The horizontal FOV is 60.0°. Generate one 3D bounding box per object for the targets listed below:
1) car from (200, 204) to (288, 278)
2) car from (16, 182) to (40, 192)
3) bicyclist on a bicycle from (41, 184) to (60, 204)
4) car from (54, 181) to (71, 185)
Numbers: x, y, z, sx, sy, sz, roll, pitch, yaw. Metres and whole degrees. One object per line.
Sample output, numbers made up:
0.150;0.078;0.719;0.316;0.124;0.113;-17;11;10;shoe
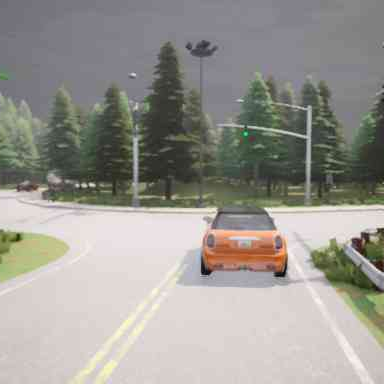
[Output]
1.376;1.146;9.832;2.097;1.767;4.553;1;2;4;car
-25.065;-0.803;50.968;1.882;1.535;5.008;0;3;-4;car
-11.965;0.167;28.176;0.582;1.620;1.656;3;4;42;bicyclist on a bicycle
-23.716;-1.280;61.987;1.812;1.442;4.674;2;3;25;car
